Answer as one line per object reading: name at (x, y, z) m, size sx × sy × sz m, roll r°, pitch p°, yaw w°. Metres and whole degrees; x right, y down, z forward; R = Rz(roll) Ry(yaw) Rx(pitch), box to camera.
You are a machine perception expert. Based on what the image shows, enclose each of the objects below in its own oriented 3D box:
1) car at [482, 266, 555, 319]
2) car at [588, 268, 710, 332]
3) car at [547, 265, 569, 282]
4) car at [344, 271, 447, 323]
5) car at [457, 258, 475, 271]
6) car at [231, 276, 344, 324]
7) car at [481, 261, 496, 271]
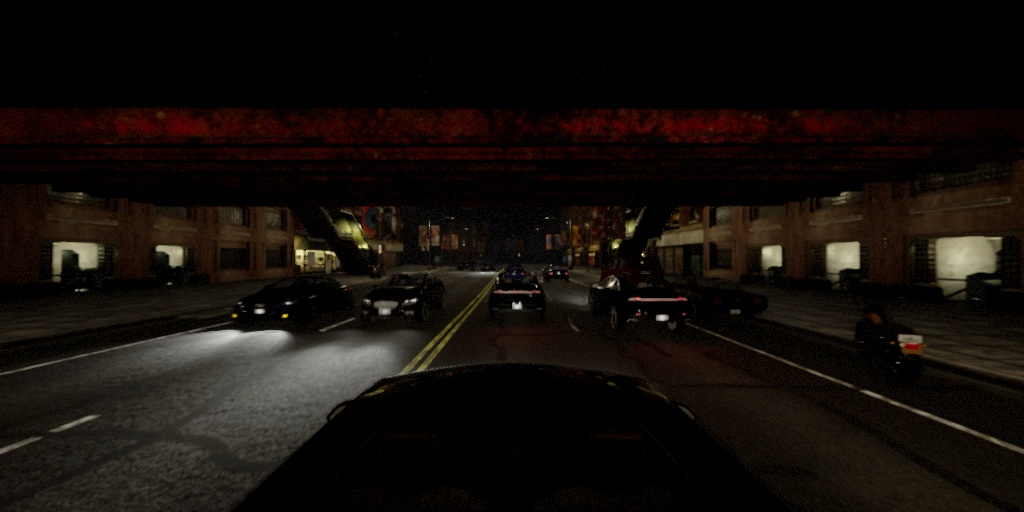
car at (0.181, 1.308, 13.169) m, size 2.128 × 1.511 × 4.902 m, roll 0°, pitch 0°, yaw 1°
car at (3.661, 1.294, 11.102) m, size 2.128 × 1.511 × 4.902 m, roll 0°, pitch 0°, yaw 1°
car at (3.725, 1.462, 31.173) m, size 2.033 × 1.411 × 5.357 m, roll 0°, pitch 0°, yaw 0°
car at (-3.539, 1.302, 12.488) m, size 2.128 × 1.511 × 4.902 m, roll 0°, pitch 0°, yaw 1°
car at (-6.949, 1.270, 54.933) m, size 2.150 × 2.045 × 5.566 m, roll 0°, pitch 0°, yaw 0°
car at (-7.043, 1.372, 12.016) m, size 1.994 × 1.385 × 4.181 m, roll 0°, pitch 0°, yaw 1°
car at (-3.464, 1.528, 52.892) m, size 2.128 × 1.511 × 4.902 m, roll 0°, pitch 0°, yaw 0°
